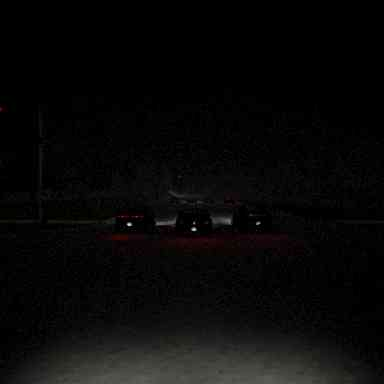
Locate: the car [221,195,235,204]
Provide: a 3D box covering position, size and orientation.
[{"bbox_3d":[7.005,1.528,62.951,1.812,1.442,4.674,0,0,0],"label":"car"}]

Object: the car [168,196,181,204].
[{"bbox_3d":[-3.495,1.549,62.535,2.033,1.411,5.357,0,0,0],"label":"car"}]

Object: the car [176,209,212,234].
[{"bbox_3d":[0.102,1.601,19.107,1.895,1.301,4.718,0,0,0],"label":"car"}]

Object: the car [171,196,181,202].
[{"bbox_3d":[-3.494,1.506,72.985,1.895,1.301,4.718,0,0,0],"label":"car"}]

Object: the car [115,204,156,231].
[{"bbox_3d":[-3.398,1.505,20.459,1.837,1.490,4.892,0,0,0],"label":"car"}]

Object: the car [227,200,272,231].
[{"bbox_3d":[3.603,1.492,20.507,2.128,1.511,4.902,0,0,0],"label":"car"}]

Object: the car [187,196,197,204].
[{"bbox_3d":[0.005,1.493,62.535,2.128,1.511,4.902,0,0,0],"label":"car"}]

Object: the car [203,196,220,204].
[{"bbox_3d":[3.505,1.549,62.535,2.033,1.411,5.357,0,0,0],"label":"car"}]

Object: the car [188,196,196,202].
[{"bbox_3d":[0.006,1.506,72.984,1.895,1.301,4.718,0,0,0],"label":"car"}]

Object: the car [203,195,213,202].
[{"bbox_3d":[3.506,1.464,72.954,1.994,1.385,4.181,0,0,0],"label":"car"}]
